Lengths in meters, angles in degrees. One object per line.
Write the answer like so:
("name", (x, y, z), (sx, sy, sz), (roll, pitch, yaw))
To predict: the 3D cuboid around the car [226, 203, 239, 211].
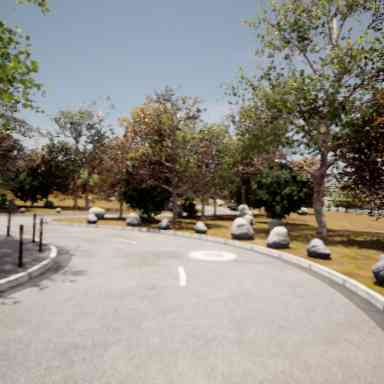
("car", (7.377, 2.582, 57.877), (1.994, 1.385, 4.181), (2, 0, -7))
